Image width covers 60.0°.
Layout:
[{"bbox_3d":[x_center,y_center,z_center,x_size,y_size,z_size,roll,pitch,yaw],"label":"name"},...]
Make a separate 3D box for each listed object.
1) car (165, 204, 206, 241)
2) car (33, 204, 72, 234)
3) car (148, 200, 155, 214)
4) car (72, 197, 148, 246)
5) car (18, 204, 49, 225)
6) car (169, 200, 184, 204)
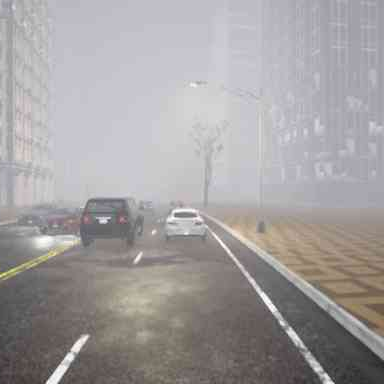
[{"bbox_3d":[-0.354,1.529,16.643,1.812,1.442,4.674,0,0,-3],"label":"car"},{"bbox_3d":[-7.199,1.575,19.300,1.994,1.385,4.181,0,0,-3],"label":"car"},{"bbox_3d":[-4.966,1.562,35.422,2.033,1.411,5.357,0,0,-6],"label":"car"},{"bbox_3d":[-3.548,1.228,15.556,2.150,2.045,5.566,0,0,-3],"label":"car"},{"bbox_3d":[-10.756,1.564,24.431,2.033,1.411,5.357,0,0,-4],"label":"car"},{"bbox_3d":[-1.635,1.557,34.754,2.033,1.411,5.357,0,0,-6],"label":"car"}]
